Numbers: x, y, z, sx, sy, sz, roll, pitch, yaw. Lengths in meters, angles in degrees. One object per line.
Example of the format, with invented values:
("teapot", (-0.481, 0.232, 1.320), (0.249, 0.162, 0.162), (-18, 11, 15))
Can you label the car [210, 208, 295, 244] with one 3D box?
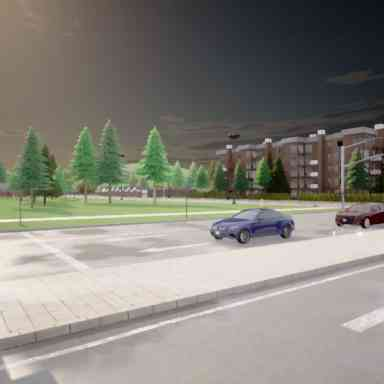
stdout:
("car", (3.004, 1.525, 15.935), (4.674, 1.442, 1.812), (0, 0, -36))

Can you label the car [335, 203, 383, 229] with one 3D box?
("car", (11.445, 1.476, 21.925), (5.008, 1.535, 1.882), (0, 0, -35))
